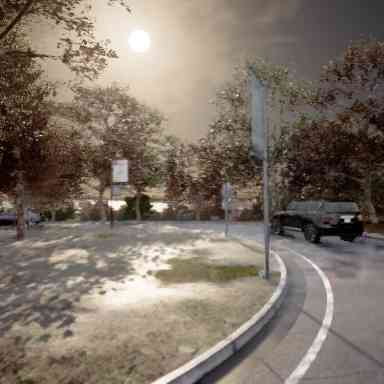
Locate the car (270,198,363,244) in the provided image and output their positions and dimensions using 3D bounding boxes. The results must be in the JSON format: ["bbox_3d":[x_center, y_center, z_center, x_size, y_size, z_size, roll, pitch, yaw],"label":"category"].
[{"bbox_3d":[6.032,1.337,16.830,2.150,2.045,5.566,0,-1,-13],"label":"car"}]

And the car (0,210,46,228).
[{"bbox_3d":[-15.090,2.265,28.196,4.902,1.511,2.128,-1,-1,-15],"label":"car"}]
